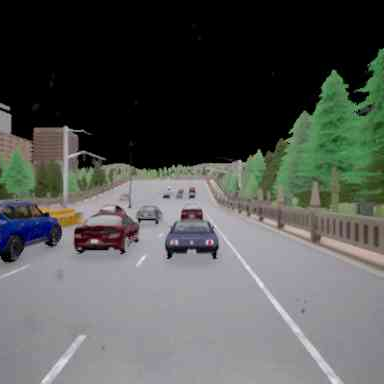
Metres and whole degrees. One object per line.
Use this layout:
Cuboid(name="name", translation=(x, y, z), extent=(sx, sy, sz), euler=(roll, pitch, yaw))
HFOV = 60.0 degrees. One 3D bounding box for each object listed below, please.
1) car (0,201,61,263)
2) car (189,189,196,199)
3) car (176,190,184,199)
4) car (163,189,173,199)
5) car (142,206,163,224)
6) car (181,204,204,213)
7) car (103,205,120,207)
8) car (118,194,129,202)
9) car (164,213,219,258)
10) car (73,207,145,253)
Cuboid(name="car", translation=(-6.998, 1.365, 12.738), extent=(2.150, 2.045, 5.566), euler=(0, 0, 0))
Cuboid(name="car", translation=(0.040, 0.955, 91.676), extent=(1.837, 1.490, 4.892), euler=(0, 6, 0))
Cuboid(name="car", translation=(-3.462, 1.032, 91.283), extent=(2.033, 1.411, 5.357), euler=(0, 6, 0))
Cuboid(name="car", translation=(-6.960, 0.955, 91.711), extent=(1.837, 1.490, 4.892), euler=(0, 6, 0))
Cuboid(name="car", translation=(-3.506, 1.851, 27.677), extent=(2.033, 1.411, 5.357), euler=(0, -1, 0))
Cuboid(name="car", translation=(0.008, 1.800, 29.416), extent=(1.882, 1.535, 5.008), euler=(0, 0, 0))
Cuboid(name="car", translation=(-6.995, 1.844, 29.045), extent=(1.812, 1.442, 4.674), euler=(0, 0, 0))
Cuboid(name="car", translation=(-17.494, 1.424, 84.864), extent=(2.097, 1.767, 4.553), euler=(0, 4, 0))
Cuboid(name="car", translation=(0.008, 1.749, 13.410), extent=(1.895, 1.301, 4.718), euler=(0, -1, 0))
Cuboid(name="car", translation=(-3.482, 1.636, 14.412), extent=(1.882, 1.535, 5.008), euler=(0, 0, 0))
